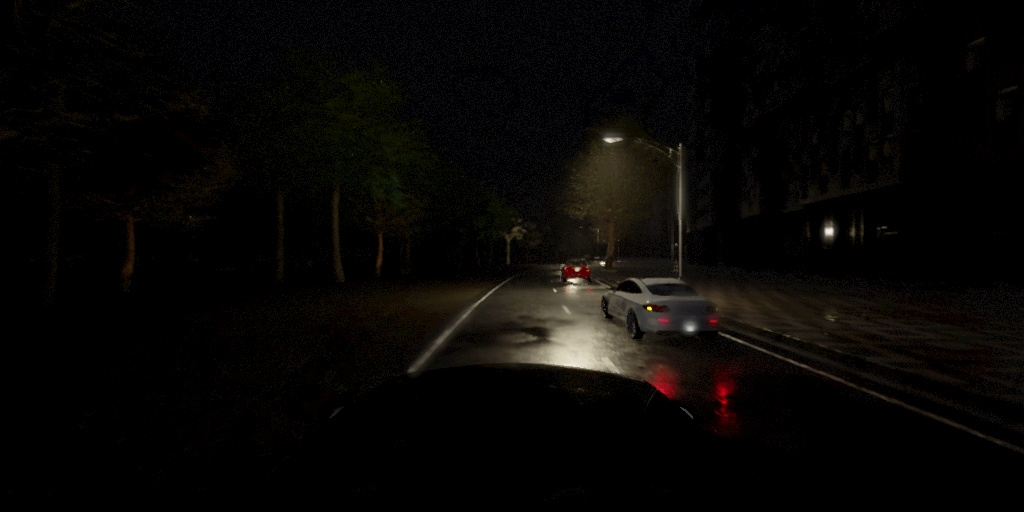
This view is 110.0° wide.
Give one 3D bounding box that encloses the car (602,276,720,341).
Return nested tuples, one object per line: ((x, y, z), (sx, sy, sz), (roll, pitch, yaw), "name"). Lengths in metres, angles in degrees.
((3.779, 1.266, 9.775), (1.812, 1.442, 4.674), (0, 0, 2), "car")

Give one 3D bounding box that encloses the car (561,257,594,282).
((5.020, 1.054, 28.481), (2.097, 1.767, 4.553), (0, 0, 6), "car")
